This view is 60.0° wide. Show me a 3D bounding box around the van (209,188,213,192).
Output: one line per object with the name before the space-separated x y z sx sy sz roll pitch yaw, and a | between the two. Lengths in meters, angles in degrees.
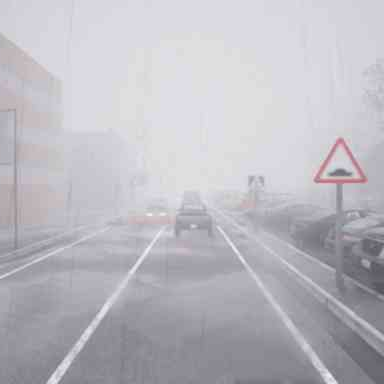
van | 5.813 0.705 60.627 4.442 1.987 1.878 0 1 -1

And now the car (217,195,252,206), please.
car | 5.867 1.110 46.362 4.674 1.452 2.002 0 0 -1

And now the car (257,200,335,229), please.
car | 6.194 1.320 18.108 4.674 1.452 2.002 0 0 -1

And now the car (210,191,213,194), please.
car | 5.762 1.047 54.838 4.674 1.452 2.002 0 0 -1

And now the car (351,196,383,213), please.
car | 18.590 1.171 32.577 5.008 1.535 2.097 0 0 -1

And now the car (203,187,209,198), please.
car | 5.570 0.474 68.977 5.566 2.045 2.435 0 1 -1

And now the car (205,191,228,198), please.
car | 5.683 0.510 77.460 5.366 1.575 1.946 0 1 -1

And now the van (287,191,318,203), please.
van | 18.217 0.778 55.038 4.442 1.987 1.878 0 0 -1

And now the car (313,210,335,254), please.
car | 6.294 1.377 9.630 4.674 1.452 2.002 0 0 -1

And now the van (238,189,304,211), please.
van | 6.213 0.991 26.584 4.442 1.987 1.878 0 0 -1

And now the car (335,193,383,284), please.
car | 6.301 1.103 6.803 5.566 2.045 2.435 0 0 -1

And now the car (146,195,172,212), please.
car | -3.466 1.259 34.039 2.033 1.411 5.357 0 1 0

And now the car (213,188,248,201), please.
car | 5.926 0.840 43.535 5.566 2.045 2.435 0 0 -1

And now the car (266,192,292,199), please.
car | 18.142 0.748 69.301 4.792 1.488 2.163 0 1 -1

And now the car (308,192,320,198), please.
car | 18.471 1.089 43.746 4.892 1.521 2.231 0 0 -1

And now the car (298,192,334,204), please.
car | 18.367 0.919 49.516 4.553 1.767 2.185 0 0 -1

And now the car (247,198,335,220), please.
car | 6.166 1.299 20.933 4.674 1.452 2.002 0 0 -1

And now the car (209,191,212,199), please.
car | 5.733 1.021 57.673 4.674 1.452 2.002 0 0 -1

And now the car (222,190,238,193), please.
car | 5.995 1.007 37.885 4.553 1.767 2.185 0 0 -1

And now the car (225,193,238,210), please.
car | 6.216 1.172 32.237 5.366 1.575 1.946 0 0 -1

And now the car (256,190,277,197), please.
car | 18.012 0.313 80.463 4.553 1.767 2.185 0 1 -1

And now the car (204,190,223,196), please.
car | 5.427 0.330 85.934 4.792 1.488 2.163 0 1 -1

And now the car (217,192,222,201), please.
car | 6.116 1.109 40.713 5.366 1.575 1.946 0 0 -1

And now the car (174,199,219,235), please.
car | 0.067 1.345 17.761 2.128 1.511 4.902 0 0 0

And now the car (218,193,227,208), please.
car | 5.811 1.151 35.058 5.366 1.575 1.946 0 0 -1

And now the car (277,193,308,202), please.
car | 18.264 0.927 60.821 5.008 1.535 2.097 0 2 -1

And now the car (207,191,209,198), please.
car | 5.667 0.907 63.336 4.674 1.452 2.002 0 1 -1

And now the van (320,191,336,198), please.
van | 18.613 0.883 40.920 4.442 1.987 1.878 0 1 -1

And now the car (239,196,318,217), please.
car | 6.101 1.268 23.758 4.792 1.488 2.163 0 0 -1

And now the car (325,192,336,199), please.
car | 18.534 1.129 38.224 5.008 1.535 2.097 0 0 -1

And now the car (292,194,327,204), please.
car | 18.399 1.054 52.215 4.792 1.488 2.163 0 0 -1

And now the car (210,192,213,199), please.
car | 5.792 1.028 52.013 5.008 1.535 2.097 0 0 -1

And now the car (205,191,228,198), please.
car | 5.526 0.584 74.633 5.008 1.535 2.097 0 1 -1

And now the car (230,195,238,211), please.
car | 6.061 1.236 29.410 4.674 1.452 2.002 0 0 -1

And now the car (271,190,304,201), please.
car | 18.209 0.609 63.648 5.566 2.045 2.435 0 1 -1

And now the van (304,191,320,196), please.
van | 18.550 0.841 46.570 4.442 1.987 1.878 0 0 -1

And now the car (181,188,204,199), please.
car | -0.054 0.890 38.957 2.150 2.045 5.566 0 1 0

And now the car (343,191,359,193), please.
car | 18.593 1.024 35.400 4.553 1.767 2.185 0 0 -1

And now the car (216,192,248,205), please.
car | 5.862 0.923 49.187 4.553 1.767 2.185 0 0 -1

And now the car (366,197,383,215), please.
car | 18.633 1.192 29.754 5.008 1.535 2.097 0 0 -1

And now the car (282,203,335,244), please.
car | 6.258 1.320 12.457 5.008 1.535 2.097 0 0 -1

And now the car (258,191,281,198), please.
car | 18.069 0.506 77.768 5.008 1.535 2.097 0 1 -1

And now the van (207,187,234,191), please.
van | 5.748 0.570 66.155 4.442 1.987 1.878 0 1 -1

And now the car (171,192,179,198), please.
car | -3.834 0.599 75.693 1.895 1.301 4.718 0 1 -1
